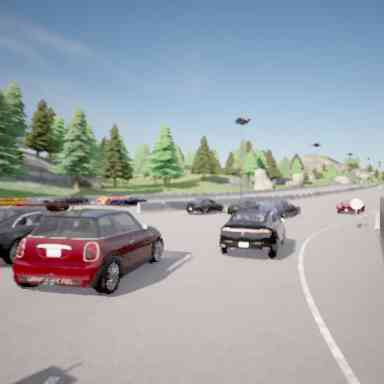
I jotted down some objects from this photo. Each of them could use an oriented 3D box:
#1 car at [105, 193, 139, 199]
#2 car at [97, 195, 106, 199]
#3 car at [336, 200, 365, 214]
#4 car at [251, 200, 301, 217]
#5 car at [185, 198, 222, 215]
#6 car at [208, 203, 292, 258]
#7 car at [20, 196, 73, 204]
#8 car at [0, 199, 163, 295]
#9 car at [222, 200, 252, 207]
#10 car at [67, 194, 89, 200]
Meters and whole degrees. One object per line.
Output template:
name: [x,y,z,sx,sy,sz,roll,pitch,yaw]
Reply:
car: [-8.135,1.183,42.104,1.895,1.301,4.718,1,1,37]
car: [-10.667,0.889,44.555,2.097,1.767,4.553,1,1,37]
car: [15.958,1.419,33.242,1.895,1.301,4.718,1,1,37]
car: [7.264,1.390,27.540,2.033,1.411,5.357,1,1,38]
car: [1.220,1.291,30.968,1.812,1.442,4.674,1,1,36]
car: [2.377,1.385,12.370,2.128,1.511,4.902,0,0,20]
car: [-13.092,1.235,28.729,1.895,1.301,4.718,1,0,31]
car: [-2.291,1.211,8.637,2.097,1.767,4.553,1,0,12]
car: [4.880,1.364,30.020,1.994,1.385,4.181,1,1,36]
car: [-15.722,1.041,43.663,1.812,1.442,4.674,1,1,37]
